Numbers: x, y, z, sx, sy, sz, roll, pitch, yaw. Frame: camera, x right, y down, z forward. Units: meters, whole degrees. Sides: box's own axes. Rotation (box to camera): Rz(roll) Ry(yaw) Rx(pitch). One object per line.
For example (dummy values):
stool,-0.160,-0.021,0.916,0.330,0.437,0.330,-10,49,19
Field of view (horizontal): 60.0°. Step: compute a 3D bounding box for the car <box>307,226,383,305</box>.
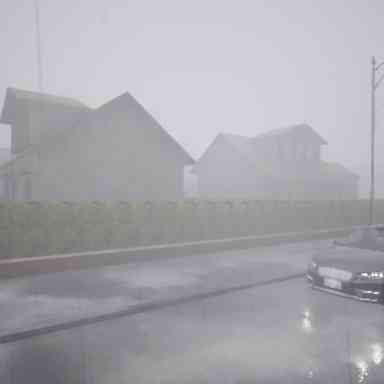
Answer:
car,4.810,1.606,8.097,4.902,1.511,2.128,1,-1,-36
